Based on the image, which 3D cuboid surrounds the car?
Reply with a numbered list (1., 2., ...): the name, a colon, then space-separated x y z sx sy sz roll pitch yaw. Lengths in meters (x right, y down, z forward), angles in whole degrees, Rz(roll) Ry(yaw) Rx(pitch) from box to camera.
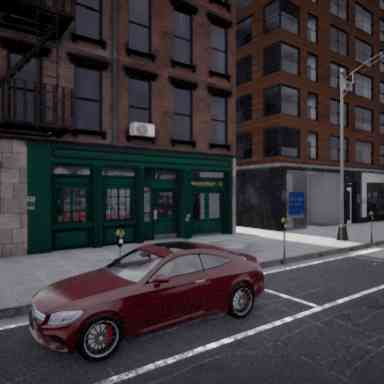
1. car: -0.520 1.580 5.824 4.206 1.307 1.802 0 0 -36
